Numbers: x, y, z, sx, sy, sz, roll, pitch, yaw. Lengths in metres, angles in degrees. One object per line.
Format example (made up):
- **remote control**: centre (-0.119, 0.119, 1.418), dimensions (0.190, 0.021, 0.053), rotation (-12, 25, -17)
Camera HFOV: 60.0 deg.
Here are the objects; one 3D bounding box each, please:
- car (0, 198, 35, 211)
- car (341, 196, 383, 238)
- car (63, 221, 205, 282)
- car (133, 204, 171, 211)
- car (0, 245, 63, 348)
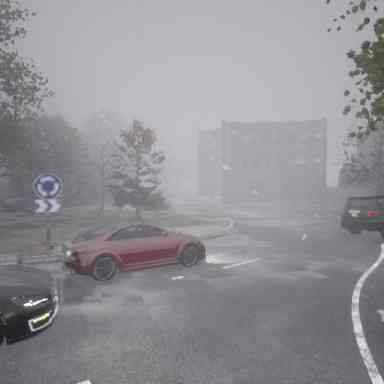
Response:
- **car**: centre (-21.106, 1.529, 40.096), dimensions (4.892, 1.490, 1.837), rotation (0, 0, -26)
- **car**: centre (10.279, 1.213, 17.221), dimensions (5.566, 2.045, 2.150), rotation (0, -1, -26)
- **car**: centre (-1.632, 1.561, 9.881), dimensions (4.181, 1.385, 1.994), rotation (0, 0, -37)
- **car**: centre (-4.989, 1.618, 40.411), dimensions (4.718, 1.301, 1.895), rotation (0, 0, 28)
- **car**: centre (-4.504, 1.505, 4.614), dimensions (4.892, 1.490, 1.837), rotation (0, 0, -19)
